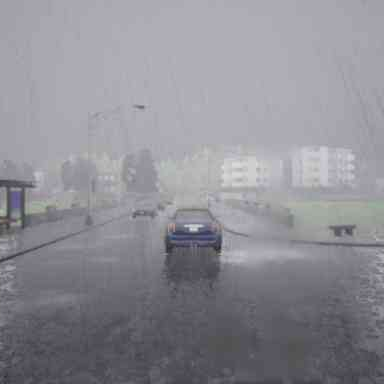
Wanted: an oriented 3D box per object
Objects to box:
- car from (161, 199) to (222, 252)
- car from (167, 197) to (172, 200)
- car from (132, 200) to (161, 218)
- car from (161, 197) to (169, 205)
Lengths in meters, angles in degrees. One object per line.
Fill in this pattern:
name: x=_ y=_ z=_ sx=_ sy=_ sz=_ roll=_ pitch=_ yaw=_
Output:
car: x=0.049 y=1.361 z=14.015 sx=2.097 sy=1.767 sz=4.553 roll=0 pitch=0 yaw=0
car: x=-4.199 y=1.578 z=57.232 sx=2.033 sy=1.411 sz=5.357 roll=0 pitch=0 yaw=0
car: x=-4.192 y=1.518 z=30.293 sx=1.837 sy=1.490 sz=4.892 roll=0 pitch=0 yaw=0
car: x=-4.218 y=1.620 z=40.069 sx=1.895 sy=1.301 sz=4.718 roll=0 pitch=0 yaw=0
